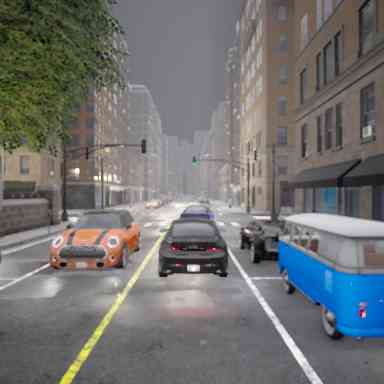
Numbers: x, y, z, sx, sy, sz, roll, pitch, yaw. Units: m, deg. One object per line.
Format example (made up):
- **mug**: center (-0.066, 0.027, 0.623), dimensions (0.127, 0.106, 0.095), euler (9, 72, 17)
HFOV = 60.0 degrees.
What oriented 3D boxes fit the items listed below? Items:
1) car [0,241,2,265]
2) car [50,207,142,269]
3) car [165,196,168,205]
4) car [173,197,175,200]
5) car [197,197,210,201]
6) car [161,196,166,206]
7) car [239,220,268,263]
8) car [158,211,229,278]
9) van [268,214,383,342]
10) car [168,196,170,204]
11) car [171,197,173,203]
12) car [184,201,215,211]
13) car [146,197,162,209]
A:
- **car**: center (-5.694, 1.353, 6.272), dimensions (2.192, 1.841, 5.009), euler (0, 0, 0)
- **car**: center (-3.048, 1.418, 11.377), dimensions (2.097, 1.767, 4.553), euler (0, 0, 0)
- **car**: center (-5.954, 1.884, 60.859), dimensions (1.887, 1.381, 4.507), euler (0, 0, 0)
- **car**: center (-6.059, 1.791, 82.663), dimensions (2.192, 1.841, 5.009), euler (0, 0, 0)
- **car**: center (2.544, 1.812, 66.387), dimensions (1.967, 1.590, 4.097), euler (0, 0, 0)
- **car**: center (-5.928, 1.858, 55.408), dimensions (2.008, 1.369, 4.403), euler (0, 0, 0)
- **car**: center (2.804, 1.636, 12.011), dimensions (1.947, 1.339, 4.313), euler (0, 0, 0)
- **car**: center (0.033, 1.566, 10.334), dimensions (1.837, 1.490, 4.892), euler (0, 0, 0)
- **van**: center (2.830, 1.379, 6.352), dimensions (1.690, 1.788, 3.998), euler (0, 0, 0)
- **car**: center (-5.980, 1.917, 66.310), dimensions (1.887, 1.381, 4.507), euler (0, 0, 0)
- **car**: center (-6.032, 1.991, 77.211), dimensions (2.008, 1.369, 4.403), euler (0, 0, 0)
- **car**: center (0.434, 1.600, 21.413), dimensions (1.882, 1.535, 5.008), euler (0, 0, 7)
- **car**: center (-5.901, 1.800, 49.788), dimensions (1.752, 1.417, 4.829), euler (0, 0, 0)
